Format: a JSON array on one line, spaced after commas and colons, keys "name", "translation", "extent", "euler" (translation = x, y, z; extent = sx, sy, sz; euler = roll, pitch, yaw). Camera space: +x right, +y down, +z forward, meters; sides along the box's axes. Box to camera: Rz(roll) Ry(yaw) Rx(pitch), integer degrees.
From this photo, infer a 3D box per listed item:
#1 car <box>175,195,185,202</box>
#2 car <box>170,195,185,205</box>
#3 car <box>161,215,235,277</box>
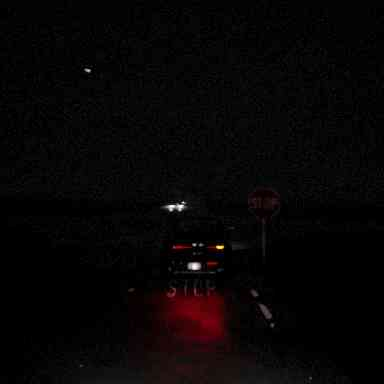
[{"name": "car", "translation": [-2.472, 1.407, 70.366], "extent": [1.994, 1.385, 4.181], "euler": [0, 0, 0]}, {"name": "car", "translation": [-2.642, 1.472, 55.191], "extent": [1.895, 1.301, 4.718], "euler": [0, 0, 1]}, {"name": "car", "translation": [0.242, 1.474, 10.203], "extent": [1.837, 1.490, 4.892], "euler": [0, 0, 4]}]
